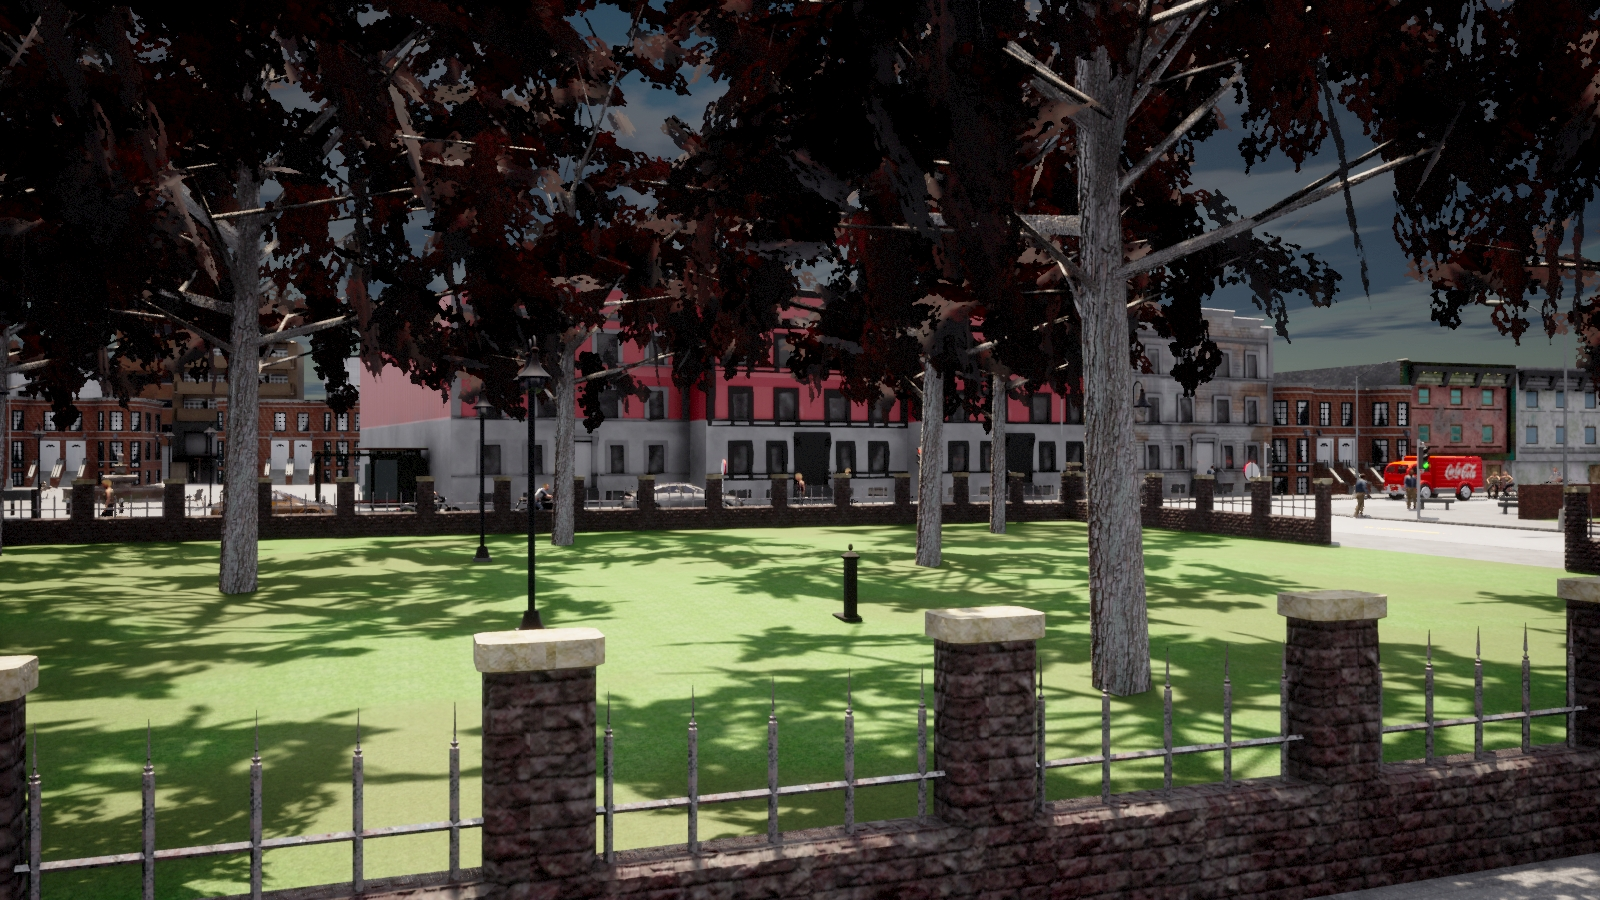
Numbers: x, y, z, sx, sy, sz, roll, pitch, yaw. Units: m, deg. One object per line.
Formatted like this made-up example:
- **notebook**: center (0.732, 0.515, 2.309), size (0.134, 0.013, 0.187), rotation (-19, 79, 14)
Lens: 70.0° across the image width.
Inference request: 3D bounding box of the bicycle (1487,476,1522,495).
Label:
- **bicycle**: center (40.458, 2.036, 65.608), size (1.487, 1.080, 0.859), rotation (0, 0, 1)

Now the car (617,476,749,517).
- **car**: center (-4.677, 1.827, 45.707), size (4.902, 1.511, 2.128), rotation (0, 0, -19)

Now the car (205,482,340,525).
- **car**: center (-18.777, 1.899, 40.895), size (4.181, 1.385, 1.994), rotation (0, 0, -18)

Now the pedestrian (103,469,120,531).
- **pedestrian**: center (-21.100, 1.523, 35.011), size (0.375, 1.860, 0.375), rotation (0, 0, -19)

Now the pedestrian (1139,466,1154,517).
- **pedestrian**: center (12.712, 1.525, 41.906), size (0.375, 1.860, 0.375), rotation (0, 0, -20)

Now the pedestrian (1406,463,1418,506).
- **pedestrian**: center (26.934, 1.517, 50.275), size (0.375, 1.860, 0.375), rotation (0, 0, 7)

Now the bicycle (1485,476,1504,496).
- **bicycle**: center (39.299, 2.036, 64.656), size (0.859, 1.080, 1.487), rotation (0, 0, 35)

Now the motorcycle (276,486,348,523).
- **motorcycle**: center (-17.611, 1.950, 41.298), size (2.356, 1.277, 0.764), rotation (0, 0, -19)

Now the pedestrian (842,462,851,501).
- **pedestrian**: center (2.261, 1.524, 55.281), size (0.375, 1.860, 0.375), rotation (0, 0, 10)

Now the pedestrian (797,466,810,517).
- **pedestrian**: center (0.137, 1.525, 42.284), size (0.375, 1.860, 0.375), rotation (0, 0, -19)

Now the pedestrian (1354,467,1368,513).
- **pedestrian**: center (22.806, 1.629, 46.431), size (0.375, 1.860, 0.375), rotation (0, 0, -3)

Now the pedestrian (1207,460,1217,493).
- **pedestrian**: center (23.363, 1.523, 64.784), size (0.375, 1.860, 0.375), rotation (0, 0, -19)

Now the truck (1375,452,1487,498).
- **truck**: center (35.004, 1.348, 63.458), size (5.204, 2.467, 2.627), rotation (0, 0, -19)
